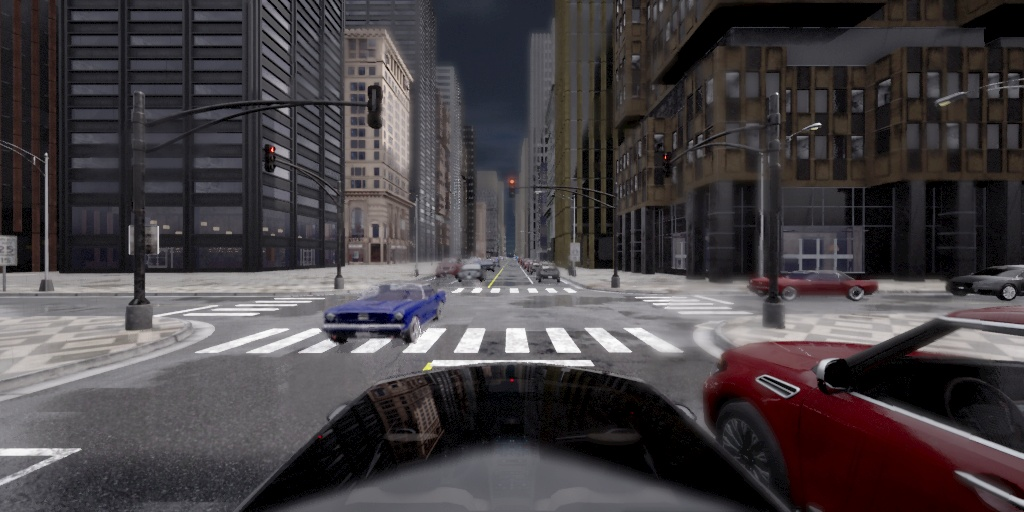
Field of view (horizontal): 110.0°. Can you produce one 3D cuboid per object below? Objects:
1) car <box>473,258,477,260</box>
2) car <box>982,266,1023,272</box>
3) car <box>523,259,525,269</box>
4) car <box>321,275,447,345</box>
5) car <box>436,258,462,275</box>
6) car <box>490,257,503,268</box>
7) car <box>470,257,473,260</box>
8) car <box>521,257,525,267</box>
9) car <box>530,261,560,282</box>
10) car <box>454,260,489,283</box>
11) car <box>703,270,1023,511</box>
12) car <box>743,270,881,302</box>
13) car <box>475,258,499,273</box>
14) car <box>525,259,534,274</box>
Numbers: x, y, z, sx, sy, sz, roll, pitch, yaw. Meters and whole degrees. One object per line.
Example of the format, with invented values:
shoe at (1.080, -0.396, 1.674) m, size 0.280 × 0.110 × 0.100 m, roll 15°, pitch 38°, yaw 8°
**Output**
car at (-5.747, 1.321, 45.105) m, size 1.948 × 1.339 × 4.313 m, roll 0°, pitch 0°, yaw 0°
car at (22.959, 1.197, 16.404) m, size 4.892 × 1.490 × 1.837 m, roll 0°, pitch 0°, yaw 0°
car at (2.778, 1.300, 45.110) m, size 1.888 × 1.381 × 4.507 m, roll 0°, pitch 0°, yaw 0°
car at (-3.100, 1.357, 9.682) m, size 1.895 × 1.301 × 4.718 m, roll 0°, pitch 0°, yaw 0°
car at (-5.751, 1.067, 33.822) m, size 2.192 × 1.841 × 5.009 m, roll 0°, pitch 0°, yaw 0°
car at (-3.003, 1.325, 60.026) m, size 1.994 × 1.385 × 4.181 m, roll 0°, pitch 0°, yaw 1°
car at (-5.749, 1.193, 39.464) m, size 1.967 × 1.591 × 4.097 m, roll 0°, pitch 0°, yaw 0°
car at (2.782, 1.199, 56.391) m, size 1.967 × 1.591 × 4.097 m, roll 0°, pitch 0°, yaw 0°
car at (2.772, 1.301, 28.188) m, size 2.007 × 1.370 × 4.403 m, roll 0°, pitch 0°, yaw 0°
car at (-3.097, 1.277, 28.206) m, size 1.812 × 1.442 × 4.674 m, roll 0°, pitch 0°, yaw 0°
car at (2.763, 1.065, 1.215) m, size 2.192 × 1.841 × 5.009 m, roll 0°, pitch 0°, yaw 0°
car at (13.525, 1.314, 16.361) m, size 4.718 × 1.301 × 1.895 m, roll 0°, pitch 0°, yaw 0°
car at (-3.081, 1.302, 44.862) m, size 2.033 × 1.411 × 5.357 m, roll 0°, pitch 0°, yaw 0°
car at (2.776, 1.304, 39.469) m, size 2.007 × 1.370 × 4.403 m, roll 0°, pitch 0°, yaw 0°
